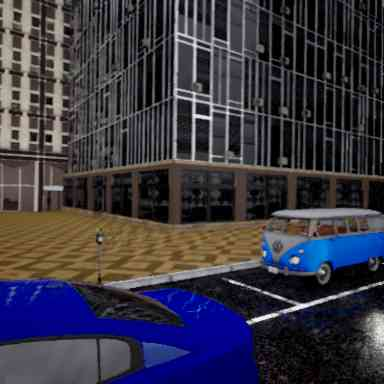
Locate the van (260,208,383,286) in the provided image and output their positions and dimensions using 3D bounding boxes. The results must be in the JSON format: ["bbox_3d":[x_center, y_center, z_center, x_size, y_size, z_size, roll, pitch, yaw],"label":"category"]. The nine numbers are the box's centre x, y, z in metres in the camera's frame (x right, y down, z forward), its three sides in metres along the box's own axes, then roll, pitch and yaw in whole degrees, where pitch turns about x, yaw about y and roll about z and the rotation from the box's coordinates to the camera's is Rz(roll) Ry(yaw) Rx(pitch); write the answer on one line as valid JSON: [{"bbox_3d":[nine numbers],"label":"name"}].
[{"bbox_3d":[3.689,1.360,9.167,3.998,1.788,1.690,0,1,-34],"label":"van"}]

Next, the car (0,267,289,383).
[{"bbox_3d":[-1.778,1.459,2.150,5.008,1.535,1.882,1,0,-34],"label":"car"}]
